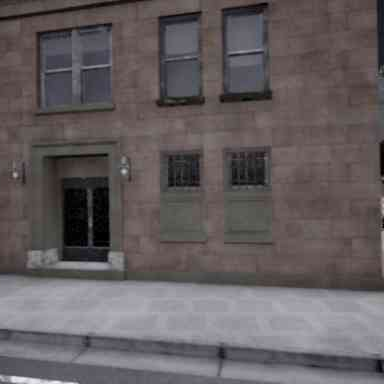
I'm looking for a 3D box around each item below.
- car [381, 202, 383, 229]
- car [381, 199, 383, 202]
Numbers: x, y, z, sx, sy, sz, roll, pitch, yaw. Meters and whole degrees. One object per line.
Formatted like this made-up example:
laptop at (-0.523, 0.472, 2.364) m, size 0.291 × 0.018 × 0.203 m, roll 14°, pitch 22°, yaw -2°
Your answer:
car at (11.362, 1.443, 17.676) m, size 1.947 × 1.339 × 4.313 m, roll 0°, pitch 0°, yaw 11°
car at (12.462, 1.413, 23.095) m, size 2.008 × 1.369 × 4.403 m, roll 0°, pitch 0°, yaw 11°
